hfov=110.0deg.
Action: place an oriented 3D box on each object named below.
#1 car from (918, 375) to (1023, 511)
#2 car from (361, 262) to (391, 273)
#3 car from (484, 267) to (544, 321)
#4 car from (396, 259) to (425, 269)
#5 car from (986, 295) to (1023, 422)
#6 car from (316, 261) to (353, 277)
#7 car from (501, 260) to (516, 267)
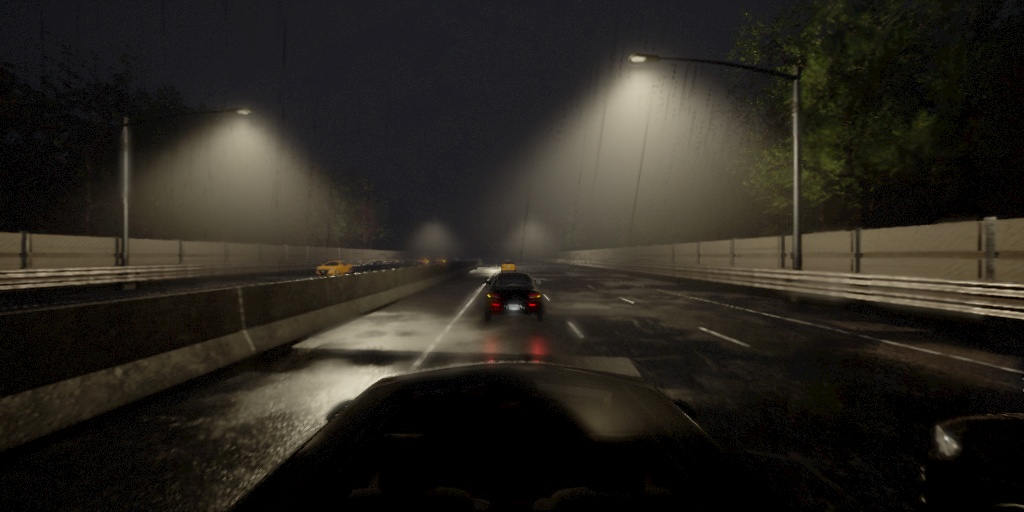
[{"bbox_3d":[3.594,1.240,0.289,2.128,1.511,4.902,0,0,0],"label":"car"},{"bbox_3d":[-14.483,1.326,38.289,1.994,1.385,4.181,0,0,-1],"label":"car"},{"bbox_3d":[0.058,1.280,12.348,1.812,1.442,4.674,0,0,0],"label":"car"},{"bbox_3d":[-10.982,1.326,38.252,1.994,1.385,4.181,0,0,-1],"label":"car"},{"bbox_3d":[7.092,1.253,2.220,1.837,1.490,4.892,0,0,0],"label":"car"},{"bbox_3d":[-17.949,1.239,36.483,1.882,1.535,5.008,0,0,-1],"label":"car"},{"bbox_3d":[-0.430,1.222,44.565,1.801,1.575,5.366,0,0,-1],"label":"car"}]
